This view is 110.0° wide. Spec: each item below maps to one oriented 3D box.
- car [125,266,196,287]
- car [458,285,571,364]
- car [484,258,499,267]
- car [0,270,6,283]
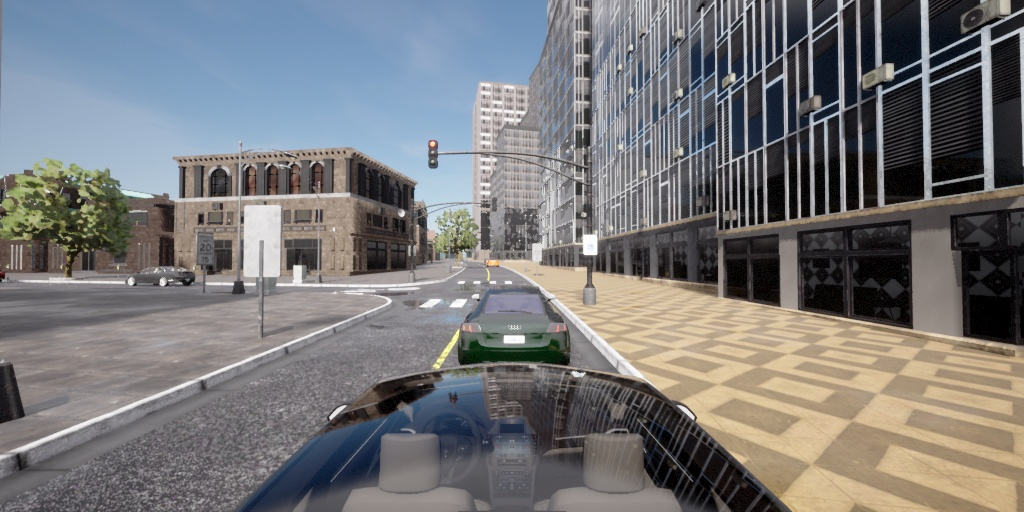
[{"bbox_3d":[-24.213,1.379,24.703,4.403,1.370,2.007,0,0,9],"label":"car"},{"bbox_3d":[0.039,1.315,7.791,1.994,1.385,4.181,0,0,0],"label":"car"},{"bbox_3d":[-3.557,1.096,64.688,2.097,1.767,4.553,0,0,-7],"label":"car"},{"bbox_3d":[-41.451,1.380,27.460,4.507,1.381,1.888,0,0,9],"label":"car"}]
